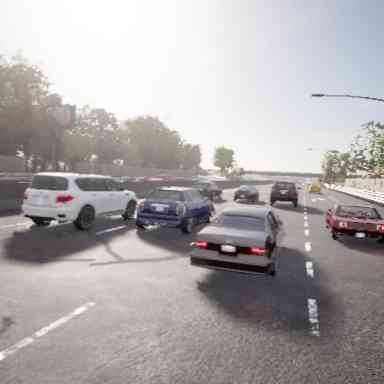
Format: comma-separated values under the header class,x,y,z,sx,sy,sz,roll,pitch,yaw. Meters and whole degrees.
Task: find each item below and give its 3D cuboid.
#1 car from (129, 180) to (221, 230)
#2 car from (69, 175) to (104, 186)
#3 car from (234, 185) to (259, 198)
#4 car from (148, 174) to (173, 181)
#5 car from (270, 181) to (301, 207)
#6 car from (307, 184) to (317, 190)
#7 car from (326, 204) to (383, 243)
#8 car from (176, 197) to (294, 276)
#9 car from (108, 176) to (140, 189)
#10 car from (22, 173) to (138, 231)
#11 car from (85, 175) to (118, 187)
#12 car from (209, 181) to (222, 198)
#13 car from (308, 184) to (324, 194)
class,x,y,z,sx,sy,sz,roll,pitch,yaw
car,-0.493,0.564,14.052,2.097,1.767,4.553,4,3,18
car,-15.098,-1.706,48.088,2.033,1.411,5.357,4,3,19
car,5.150,0.119,30.978,1.812,1.442,4.674,4,3,18
car,-4.373,-1.469,47.054,2.150,2.045,5.566,4,3,19
car,7.919,0.090,28.185,2.150,2.045,5.566,4,3,18
car,28.438,-1.208,78.944,2.033,1.411,5.357,4,3,18
car,6.693,1.161,13.873,1.895,1.301,4.718,4,3,18
car,1.539,1.112,9.155,2.033,1.411,5.357,4,3,18
car,-8.937,-1.299,44.503,1.882,1.535,5.008,4,3,19
car,-4.271,0.270,13.749,2.150,2.045,5.566,4,3,18
car,-12.256,-1.511,45.572,1.882,1.535,5.008,4,3,19
car,1.401,-0.220,30.747,2.097,1.767,4.553,4,3,18
car,21.463,-0.556,58.055,1.882,1.535,5.008,4,3,18
